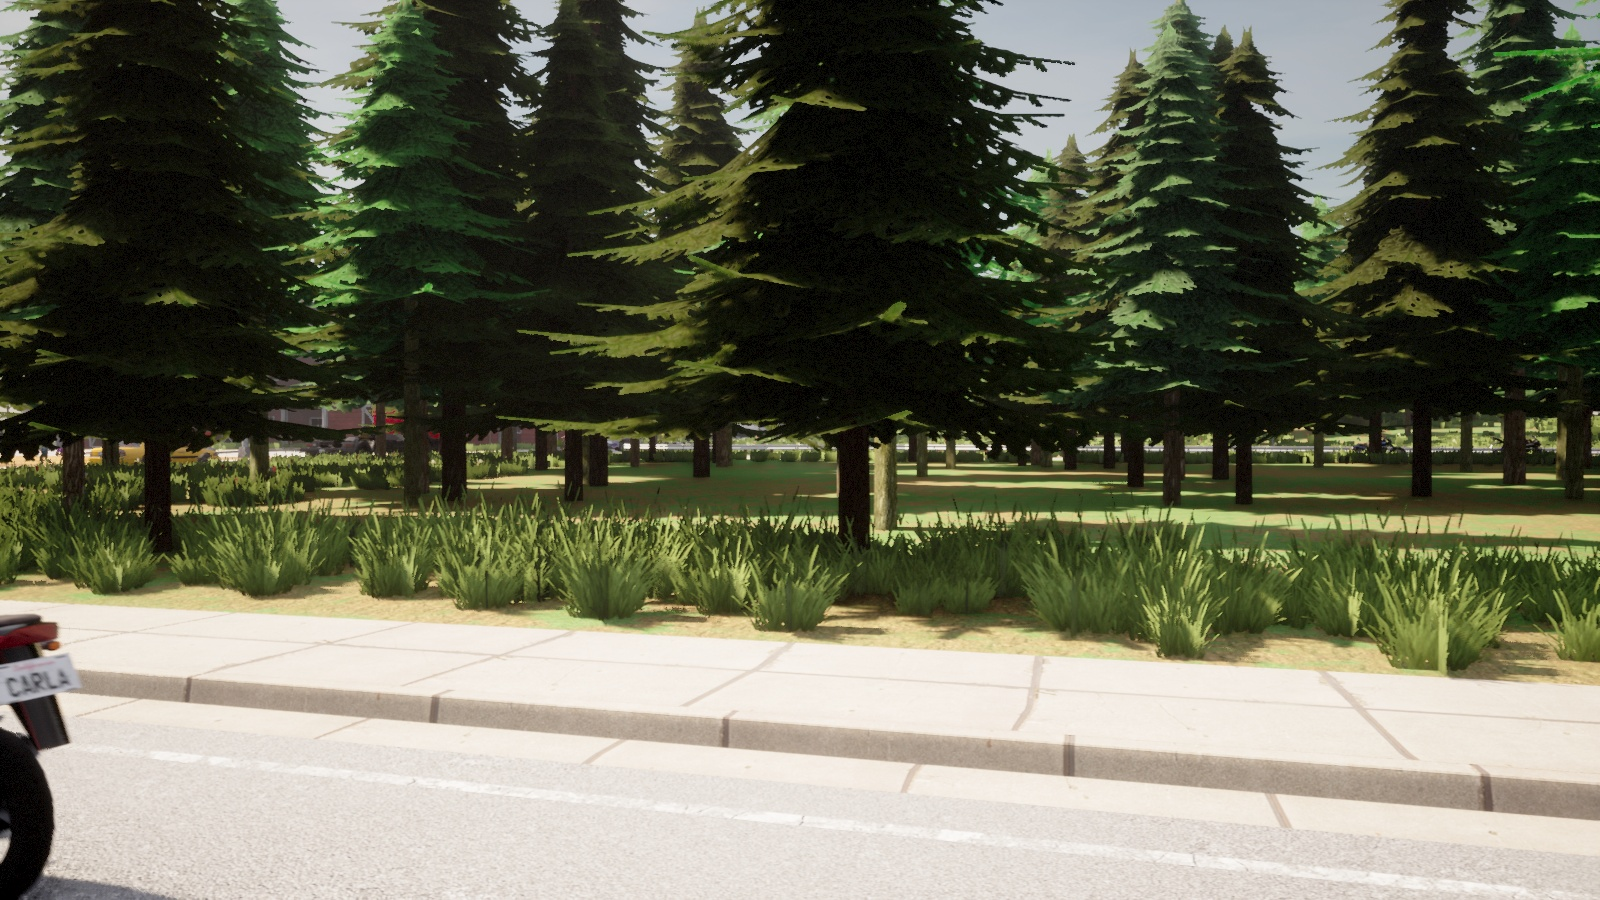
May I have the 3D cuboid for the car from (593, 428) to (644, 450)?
[{"bbox_3d":[-14.007,-0.852,97.344,2.033,1.649,4.856,1,1,17],"label":"car"}]

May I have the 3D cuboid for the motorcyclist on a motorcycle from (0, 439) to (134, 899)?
[{"bbox_3d":[-3.433,0.723,4.346,2.044,1.523,0.797,1,1,19],"label":"motorcyclist on a motorcycle"}]

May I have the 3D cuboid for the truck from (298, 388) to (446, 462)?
[{"bbox_3d":[-21.179,-1.235,62.733,2.891,3.462,7.936,1,1,17],"label":"truck"}]

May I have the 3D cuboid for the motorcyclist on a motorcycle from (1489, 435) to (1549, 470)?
[{"bbox_3d":[32.081,0.091,56.071,2.191,1.530,0.866,1,1,19],"label":"motorcyclist on a motorcycle"}]

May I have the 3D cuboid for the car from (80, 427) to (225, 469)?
[{"bbox_3d":[-25.359,-0.118,49.425,1.801,1.575,5.366,1,1,17],"label":"car"}]

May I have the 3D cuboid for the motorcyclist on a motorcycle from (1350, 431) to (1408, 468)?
[{"bbox_3d":[26.669,-0.046,57.887,2.350,1.649,0.766,1,1,18],"label":"motorcyclist on a motorcycle"}]
